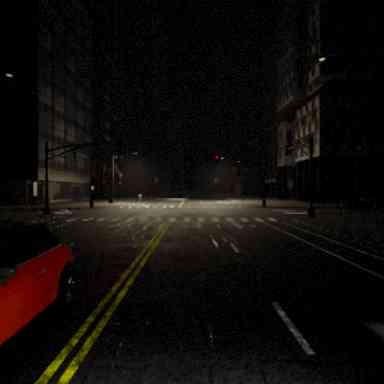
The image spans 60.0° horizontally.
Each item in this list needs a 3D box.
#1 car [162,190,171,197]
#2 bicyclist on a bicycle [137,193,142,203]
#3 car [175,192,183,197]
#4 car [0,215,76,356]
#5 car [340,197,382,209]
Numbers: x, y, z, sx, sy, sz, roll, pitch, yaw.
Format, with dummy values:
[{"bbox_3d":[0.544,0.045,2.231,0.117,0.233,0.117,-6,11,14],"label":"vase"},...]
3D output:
[{"bbox_3d":[-6.512,0.337,84.168,2.097,1.767,4.553,0,0,0],"label":"car"},{"bbox_3d":[-8.720,1.004,55.538,0.866,1.612,1.509,0,0,0],"label":"bicyclist on a bicycle"},{"bbox_3d":[-3.262,0.577,84.110,1.895,1.301,4.718,0,0,0],"label":"car"},{"bbox_3d":[-3.344,1.313,4.697,2.097,1.767,4.553,0,1,0],"label":"car"},{"bbox_3d":[19.121,1.210,37.676,4.403,1.369,2.008,0,1,0],"label":"car"}]
